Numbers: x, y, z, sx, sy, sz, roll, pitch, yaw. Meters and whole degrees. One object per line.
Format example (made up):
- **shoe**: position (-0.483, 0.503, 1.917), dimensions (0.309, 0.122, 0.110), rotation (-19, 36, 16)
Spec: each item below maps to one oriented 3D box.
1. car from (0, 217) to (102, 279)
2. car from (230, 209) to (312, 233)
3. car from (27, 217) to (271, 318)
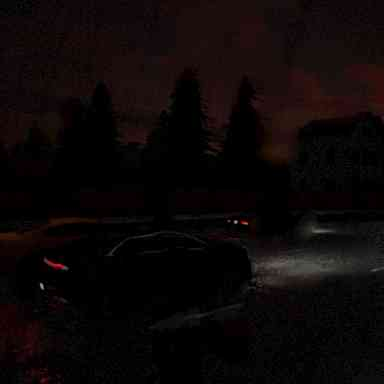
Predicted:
- **car**: position (-3.299, 1.503, 9.991), dimensions (5.008, 1.535, 1.882), rotation (1, -1, -35)
- **car**: position (4.461, 1.670, 19.051), dimensions (5.357, 1.411, 2.033), rotation (1, 0, -32)
- **car**: position (-0.775, 1.522, 7.494), dimensions (4.902, 1.511, 2.128), rotation (1, 0, -35)
